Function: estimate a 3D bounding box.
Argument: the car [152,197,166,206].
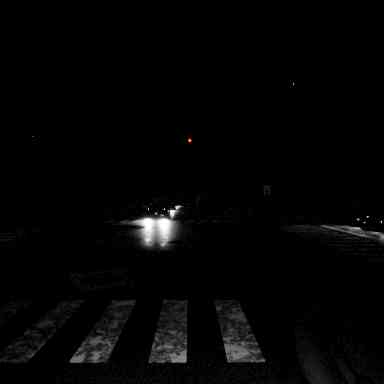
[{"bbox_3d":[-5.655,1.634,58.249,2.008,1.369,4.403,0,0,0],"label":"car"}]

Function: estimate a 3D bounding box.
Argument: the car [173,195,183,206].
[{"bbox_3d":[-3.099,1.644,57.050,1.994,1.385,4.181,0,0,0],"label":"car"}]

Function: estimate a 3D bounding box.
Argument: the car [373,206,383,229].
[{"bbox_3d":[12.864,1.494,17.455,5.357,1.411,2.033,0,0,0],"label":"car"}]

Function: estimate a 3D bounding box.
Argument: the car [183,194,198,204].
[{"bbox_3d":[-0.259,1.661,63.761,1.994,1.385,4.181,0,0,0],"label":"car"}]

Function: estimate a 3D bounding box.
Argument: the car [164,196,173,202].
[{"bbox_3d":[-5.625,1.694,80.292,2.008,1.369,4.403,0,0,0],"label":"car"}]

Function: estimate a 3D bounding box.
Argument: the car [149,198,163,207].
[{"bbox_3d":[-5.662,1.653,52.738,1.802,1.307,4.206,0,0,0],"label":"car"}]

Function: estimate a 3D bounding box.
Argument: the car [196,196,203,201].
[{"bbox_3d":[2.003,1.698,90.163,1.812,1.442,4.674,0,0,0],"label":"car"}]

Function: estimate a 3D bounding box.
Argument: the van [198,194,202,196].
[{"bbox_3d":[2.370,1.424,58.238,1.690,1.788,3.998,0,0,0],"label":"van"}]

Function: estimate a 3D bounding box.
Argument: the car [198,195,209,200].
[{"bbox_3d":[2.362,1.637,52.728,1.947,1.339,4.313,0,0,0],"label":"car"}]

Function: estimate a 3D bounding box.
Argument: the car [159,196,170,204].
[{"bbox_3d":[-5.640,1.552,69.271,1.967,1.590,4.097,0,0,0],"label":"car"}]

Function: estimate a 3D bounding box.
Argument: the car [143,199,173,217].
[{"bbox_3d":[-3.172,1.634,32.088,1.895,1.301,4.718,0,0,1],"label":"car"}]

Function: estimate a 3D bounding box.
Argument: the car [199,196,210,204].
[{"bbox_3d":[2.355,1.641,47.217,1.802,1.307,4.206,0,0,0],"label":"car"}]

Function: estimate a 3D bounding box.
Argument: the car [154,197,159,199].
[{"bbox_3d":[-5.677,1.489,41.717,1.967,1.590,4.097,0,0,0],"label":"car"}]

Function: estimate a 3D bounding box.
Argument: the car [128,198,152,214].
[{"bbox_3d":[-5.685,1.480,36.206,1.967,1.590,4.097,0,0,0],"label":"car"}]

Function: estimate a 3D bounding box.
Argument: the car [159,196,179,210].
[{"bbox_3d":[-3.137,1.616,43.342,1.994,1.385,4.181,0,0,0],"label":"car"}]

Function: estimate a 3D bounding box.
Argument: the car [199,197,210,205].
[{"bbox_3d":[2.377,1.647,63.749,2.008,1.369,4.403,0,0,0],"label":"car"}]

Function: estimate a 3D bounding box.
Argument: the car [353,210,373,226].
[{"bbox_3d":[12.346,1.519,20.706,4.181,1.385,1.994,0,0,0],"label":"car"}]

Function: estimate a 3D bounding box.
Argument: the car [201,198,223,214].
[{"bbox_3d":[2.340,1.606,36.194,1.947,1.339,4.313,0,0,0],"label":"car"}]
